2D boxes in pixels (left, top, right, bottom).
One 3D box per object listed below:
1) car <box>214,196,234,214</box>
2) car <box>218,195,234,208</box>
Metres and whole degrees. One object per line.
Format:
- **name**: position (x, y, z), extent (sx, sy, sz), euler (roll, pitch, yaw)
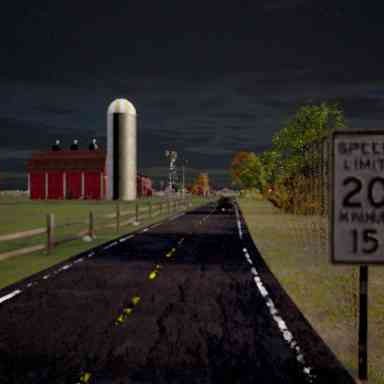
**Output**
- **car**: position (3.402, 1.491, 35.409), extent (1.837, 1.490, 4.892), euler (0, 0, 7)
- **car**: position (4.914, 1.348, 47.441), extent (2.097, 1.767, 4.553), euler (0, 0, 8)
